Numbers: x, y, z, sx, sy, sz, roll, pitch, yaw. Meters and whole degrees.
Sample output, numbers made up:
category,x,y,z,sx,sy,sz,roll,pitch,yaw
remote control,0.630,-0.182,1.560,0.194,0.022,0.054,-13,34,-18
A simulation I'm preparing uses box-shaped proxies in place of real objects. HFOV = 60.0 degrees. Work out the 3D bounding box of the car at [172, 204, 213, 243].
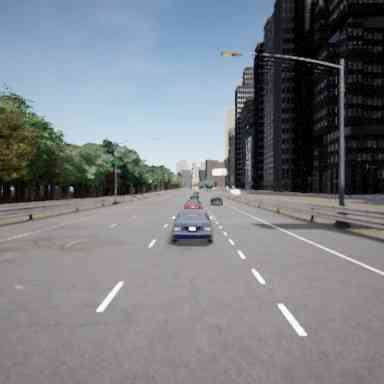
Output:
category,x,y,z,sx,sy,sz,roll,pitch,yaw
car,0.025,1.535,16.050,2.033,1.411,5.357,0,0,0

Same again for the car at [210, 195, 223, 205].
category,x,y,z,sx,sy,sz,roll,pitch,yaw
car,3.905,1.293,54.042,1.837,1.490,4.892,0,1,1

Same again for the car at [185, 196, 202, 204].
category,x,y,z,sx,sy,sz,roll,pitch,yaw
car,0.135,1.469,36.069,1.994,1.385,4.181,0,0,0

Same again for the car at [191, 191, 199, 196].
category,x,y,z,sx,sy,sz,roll,pitch,yaw
car,0.520,1.174,70.599,1.837,1.490,4.892,0,0,1
